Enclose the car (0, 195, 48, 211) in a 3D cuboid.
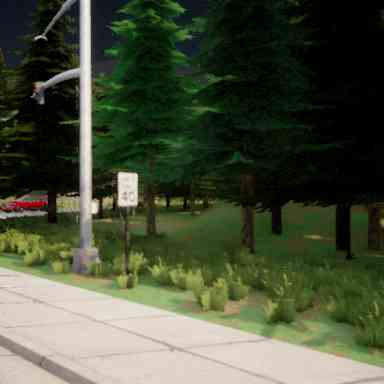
[{"bbox_3d":[-18.840,1.400,38.097,2.150,2.045,5.566,0,0,28],"label":"car"}]
